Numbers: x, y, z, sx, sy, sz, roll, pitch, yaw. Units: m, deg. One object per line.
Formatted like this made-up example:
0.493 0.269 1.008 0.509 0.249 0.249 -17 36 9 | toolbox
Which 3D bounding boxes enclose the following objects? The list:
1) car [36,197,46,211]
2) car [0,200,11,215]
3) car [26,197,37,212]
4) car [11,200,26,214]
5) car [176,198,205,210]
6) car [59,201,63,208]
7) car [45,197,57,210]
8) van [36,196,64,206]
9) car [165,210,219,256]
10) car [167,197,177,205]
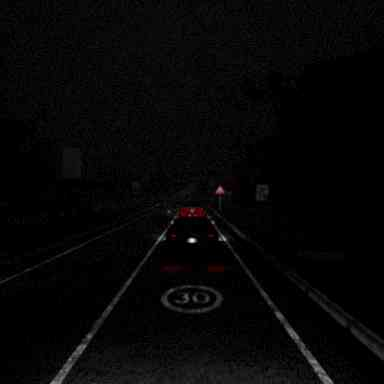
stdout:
-22.137 1.799 43.225 4.792 1.488 2.163 0 0 0 | car
-22.130 1.589 34.900 4.553 1.767 2.185 0 0 0 | car
-22.099 1.752 40.450 4.892 1.521 2.231 0 0 0 | car
-22.107 1.732 37.675 5.008 1.535 2.097 0 0 0 | car
0.025 1.526 28.401 2.097 1.767 4.553 0 0 0 | car
-22.145 1.837 48.776 4.792 1.488 2.163 0 0 0 | car
-21.926 1.785 45.999 5.366 1.575 1.946 0 0 0 | car
-22.001 1.600 51.552 4.442 1.987 1.878 0 0 0 | van
0.021 1.660 13.504 1.994 1.385 4.181 0 0 1 | car
-3.300 1.547 59.653 1.812 1.442 4.674 0 1 0 | car
